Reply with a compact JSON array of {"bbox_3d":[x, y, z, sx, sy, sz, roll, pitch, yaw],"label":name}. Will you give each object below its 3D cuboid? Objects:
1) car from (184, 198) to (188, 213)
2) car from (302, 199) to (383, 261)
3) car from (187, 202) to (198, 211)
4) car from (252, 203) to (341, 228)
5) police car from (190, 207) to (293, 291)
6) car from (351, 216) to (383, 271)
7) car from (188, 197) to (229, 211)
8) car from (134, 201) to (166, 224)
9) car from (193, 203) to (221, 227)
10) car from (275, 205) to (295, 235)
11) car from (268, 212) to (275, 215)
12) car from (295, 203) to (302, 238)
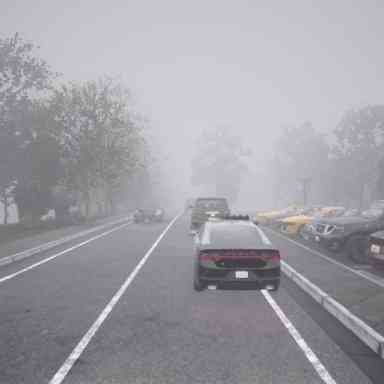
[{"bbox_3d":[0.113,1.804,44.901,2.150,2.045,5.566,0,-2,0],"label":"car"},{"bbox_3d":[7.074,1.249,11.450,5.566,2.045,2.435,0,0,0],"label":"car"},{"bbox_3d":[0.126,2.613,59.655,1.837,1.490,4.892,0,-2,0],"label":"car"},{"bbox_3d":[6.947,1.562,22.539,5.366,1.575,1.946,0,0,0],"label":"car"},{"bbox_3d":[0.994,1.439,9.189,1.930,1.638,5.238,0,0,0],"label":"police car"},{"bbox_3d":[7.124,1.526,8.672,4.792,1.488,2.163,0,0,0],"label":"car"},{"bbox_3d":[1.015,1.295,19.131,2.150,2.045,5.566,0,-1,0],"label":"car"},{"bbox_3d":[-3.196,1.507,25.992,2.097,1.767,4.553,0,-1,0],"label":"car"},{"bbox_3d":[1.028,1.620,25.102,1.882,1.535,5.008,0,-1,0],"label":"car"},{"bbox_3d":[7.124,1.518,16.998,5.008,1.535,2.097,0,0,0],"label":"car"},{"bbox_3d":[7.130,1.539,19.770,4.892,1.521,2.231,0,0,0],"label":"car"},{"bbox_3d":[7.141,1.382,14.221,4.553,1.767,2.185,0,0,0],"label":"car"}]
